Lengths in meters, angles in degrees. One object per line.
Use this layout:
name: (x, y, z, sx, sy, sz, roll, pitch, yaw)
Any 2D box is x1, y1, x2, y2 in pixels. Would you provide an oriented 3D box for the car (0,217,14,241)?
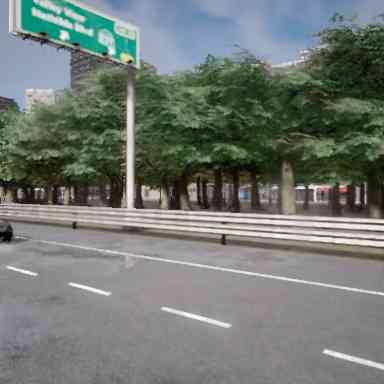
car: (-10.117, 1.567, 15.395, 4.181, 1.385, 1.994, 0, 0, 36)
